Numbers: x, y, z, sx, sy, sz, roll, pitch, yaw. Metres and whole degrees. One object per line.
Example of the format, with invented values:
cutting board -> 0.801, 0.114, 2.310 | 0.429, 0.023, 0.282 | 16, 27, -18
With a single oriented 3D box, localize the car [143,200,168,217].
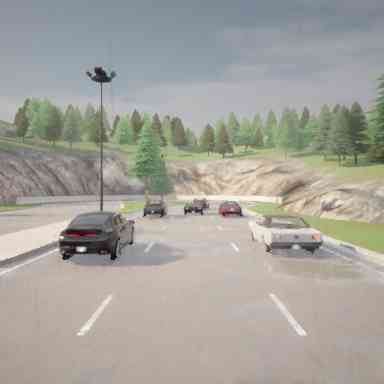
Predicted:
car -> -3.362, 1.491, 31.102 | 2.128, 1.511, 4.902 | 0, 0, 1

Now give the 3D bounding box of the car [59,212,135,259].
car -> -3.399, 1.505, 12.632 | 1.837, 1.490, 4.892 | 0, 0, 0

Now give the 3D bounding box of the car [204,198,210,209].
car -> 1.155, 1.492, 43.496 | 2.128, 1.511, 4.902 | 0, 0, 11

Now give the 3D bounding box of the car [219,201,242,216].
car -> 3.649, 1.564, 31.982 | 1.994, 1.385, 4.181 | 0, 0, 1

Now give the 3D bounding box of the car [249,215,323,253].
car -> 3.600, 1.601, 13.732 | 1.895, 1.301, 4.718 | 0, 0, 0

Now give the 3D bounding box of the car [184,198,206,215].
car -> 0.211, 1.601, 34.126 | 1.895, 1.301, 4.718 | 0, 0, 2
